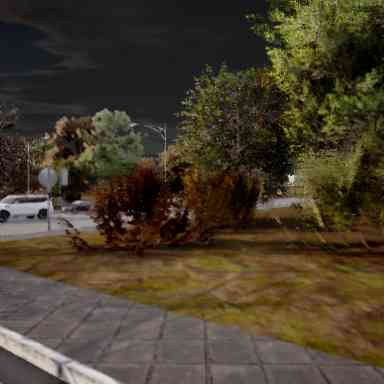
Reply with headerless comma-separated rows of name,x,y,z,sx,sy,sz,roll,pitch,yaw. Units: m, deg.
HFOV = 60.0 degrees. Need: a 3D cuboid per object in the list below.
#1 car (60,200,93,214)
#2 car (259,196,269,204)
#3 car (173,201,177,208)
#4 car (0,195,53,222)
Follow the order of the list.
car,-12.279,1.604,36.831,1.812,1.442,4.674,0,0,32
car,13.244,1.557,63.773,2.128,1.511,4.902,0,0,32
car,-3.446,1.549,44.249,1.882,1.535,5.008,0,0,32
car,-14.192,1.289,27.251,2.150,2.045,5.566,0,0,32
